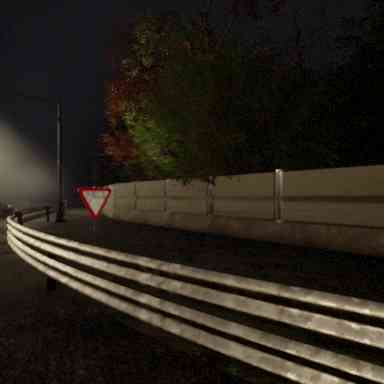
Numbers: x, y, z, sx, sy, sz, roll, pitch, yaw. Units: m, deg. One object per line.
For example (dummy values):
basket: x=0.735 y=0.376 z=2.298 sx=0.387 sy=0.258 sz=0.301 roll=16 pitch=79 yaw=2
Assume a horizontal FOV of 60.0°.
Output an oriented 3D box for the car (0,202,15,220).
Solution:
car: x=-18.548 y=1.712 z=31.640 sx=2.097 sy=1.767 sz=4.553 roll=0 pitch=0 yaw=-12
